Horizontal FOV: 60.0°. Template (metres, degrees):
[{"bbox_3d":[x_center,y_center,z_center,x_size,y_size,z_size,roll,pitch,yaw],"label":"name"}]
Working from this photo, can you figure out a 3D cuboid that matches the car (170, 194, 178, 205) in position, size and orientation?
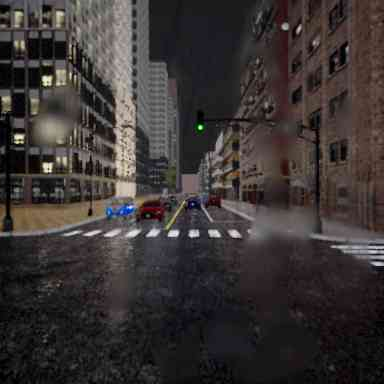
[{"bbox_3d":[-3.077,1.352,50.740,1.837,1.490,4.892,0,0,0],"label":"car"}]

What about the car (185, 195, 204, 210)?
[{"bbox_3d":[0.079,1.423,41.428,1.994,1.385,4.181,0,0,0],"label":"car"}]

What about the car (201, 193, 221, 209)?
[{"bbox_3d":[2.667,1.156,43.256,2.192,1.841,5.009,0,0,0],"label":"car"}]

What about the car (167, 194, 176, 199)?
[{"bbox_3d":[-5.733,1.295,93.210,2.008,1.369,4.403,0,0,0],"label":"car"}]

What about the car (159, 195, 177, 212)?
[{"bbox_3d":[-3.100,1.381,36.270,2.128,1.511,4.902,0,0,0],"label":"car"}]

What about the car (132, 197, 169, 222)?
[{"bbox_3d":[-3.103,1.399,25.992,1.882,1.535,5.008,0,0,0],"label":"car"}]

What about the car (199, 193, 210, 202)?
[{"bbox_3d":[2.655,1.076,71.010,2.192,1.841,5.009,0,0,0],"label":"car"}]

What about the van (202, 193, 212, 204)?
[{"bbox_3d":[2.660,1.133,59.908,1.690,1.788,3.998,0,0,0],"label":"van"}]

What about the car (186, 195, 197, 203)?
[{"bbox_3d":[-0.029,1.281,65.676,2.128,1.511,4.902,0,0,0],"label":"car"}]

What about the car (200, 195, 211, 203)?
[{"bbox_3d":[2.659,1.327,65.459,2.008,1.369,4.403,0,0,0],"label":"car"}]

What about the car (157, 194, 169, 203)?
[{"bbox_3d":[-5.722,1.256,65.455,1.967,1.590,4.097,0,0,0],"label":"car"}]

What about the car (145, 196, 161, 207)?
[{"bbox_3d":[-5.714,1.390,48.633,1.752,1.417,4.829,0,0,0],"label":"car"}]

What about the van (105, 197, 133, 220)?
[{"bbox_3d":[-5.706,1.273,26.599,1.690,1.788,3.998,0,0,0],"label":"van"}]

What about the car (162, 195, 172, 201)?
[{"bbox_3d":[-5.726,1.337,76.558,2.008,1.369,4.403,0,0,0],"label":"car"}]

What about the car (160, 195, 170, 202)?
[{"bbox_3d":[-5.724,1.327,70.836,1.752,1.417,4.829,0,0,0],"label":"car"}]
